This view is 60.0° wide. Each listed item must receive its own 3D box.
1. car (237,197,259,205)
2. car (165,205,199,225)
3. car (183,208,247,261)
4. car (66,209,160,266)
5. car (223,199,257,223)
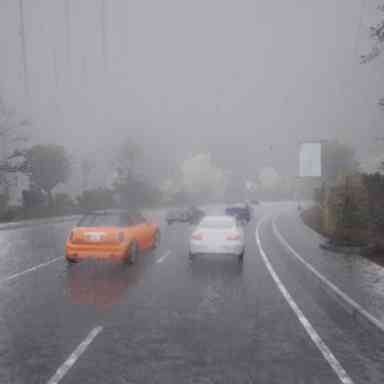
[{"bbox_3d":[10.572,1.712,60.315,2.128,1.511,4.902,0,0,32],"label":"car"},{"bbox_3d":[-0.414,1.630,24.556,2.033,1.411,5.357,0,0,14],"label":"car"},{"bbox_3d":[1.014,1.571,12.509,1.812,1.442,4.674,0,0,8],"label":"car"},{"bbox_3d":[-2.584,1.389,11.974,2.097,1.767,4.553,0,0,8],"label":"car"},{"bbox_3d":[3.898,1.580,27.067,1.882,1.535,5.008,0,0,15],"label":"car"}]
